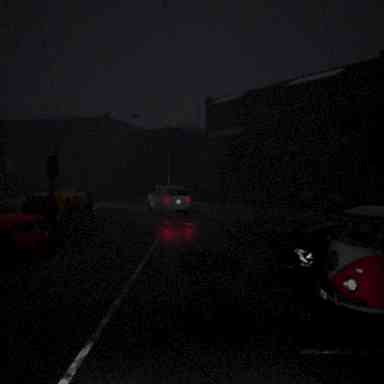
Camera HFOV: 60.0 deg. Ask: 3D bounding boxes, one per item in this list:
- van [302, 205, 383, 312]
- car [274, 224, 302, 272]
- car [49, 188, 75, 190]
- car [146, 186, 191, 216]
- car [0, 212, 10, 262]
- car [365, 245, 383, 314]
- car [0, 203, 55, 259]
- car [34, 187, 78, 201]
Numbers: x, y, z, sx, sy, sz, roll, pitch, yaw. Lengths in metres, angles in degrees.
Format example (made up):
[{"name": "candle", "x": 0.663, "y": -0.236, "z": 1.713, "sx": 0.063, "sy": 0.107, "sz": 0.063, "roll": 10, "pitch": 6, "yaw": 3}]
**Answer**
[{"name": "van", "x": 4.534, "y": 1.226, "z": 5.862, "sx": 4.442, "sy": 1.987, "sz": 1.878, "roll": 0, "pitch": 1, "yaw": 0}, {"name": "car", "x": 4.645, "y": 1.416, "z": 8.672, "sx": 4.892, "sy": 1.521, "sz": 2.231, "roll": 0, "pitch": 1, "yaw": 0}, {"name": "car", "x": -11.692, "y": 0.366, "z": 31.746, "sx": 5.008, "sy": 1.535, "sz": 1.882, "roll": 1, "pitch": 3, "yaw": 31}, {"name": "car", "x": -1.835, "y": 0.548, "z": 24.572, "sx": 2.150, "sy": 2.045, "sz": 5.566, "roll": -1, "pitch": 4, "yaw": -20}, {"name": "car", "x": -7.684, "y": 1.422, "z": 8.260, "sx": 5.008, "sy": 1.535, "sz": 2.097, "roll": 0, "pitch": 1, "yaw": 0}, {"name": "car", "x": 4.656, "y": 1.469, "z": 3.069, "sx": 4.892, "sy": 1.521, "sz": 2.231, "roll": 0, "pitch": 0, "yaw": 0}, {"name": "car", "x": -7.650, "y": 1.112, "z": 11.200, "sx": 5.566, "sy": 2.045, "sz": 2.435, "roll": 0, "pitch": 1, "yaw": 0}, {"name": "car", "x": -15.108, "y": 0.240, "z": 36.919, "sx": 4.181, "sy": 1.385, "sz": 1.994, "roll": -1, "pitch": 3, "yaw": 21}]
